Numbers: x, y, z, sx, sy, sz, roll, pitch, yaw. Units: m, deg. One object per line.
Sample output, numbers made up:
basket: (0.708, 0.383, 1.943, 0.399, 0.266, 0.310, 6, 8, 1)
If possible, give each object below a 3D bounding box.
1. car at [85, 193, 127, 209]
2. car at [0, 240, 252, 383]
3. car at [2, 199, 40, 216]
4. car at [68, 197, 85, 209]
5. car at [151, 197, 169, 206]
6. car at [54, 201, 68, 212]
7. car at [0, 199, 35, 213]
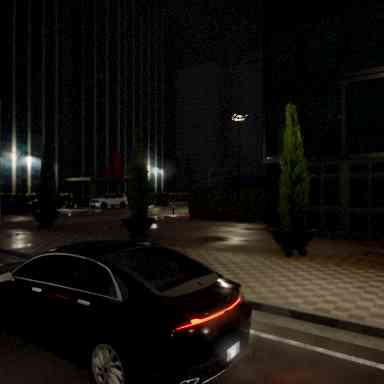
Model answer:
car: (-11.355, 1.221, 45.619, 2.150, 2.045, 5.566, 0, 0, 35)
car: (-1.513, 1.505, 5.085, 4.892, 1.490, 1.837, 0, 0, 36)
car: (-16.963, 1.601, 31.044, 1.895, 1.301, 4.718, 0, 0, 34)
car: (-15.373, 1.505, 45.990, 1.837, 1.490, 4.892, 0, 0, 35)
car: (-5.549, 1.564, 53.853, 1.994, 1.385, 4.181, 0, 0, 35)
car: (-17.077, 1.491, 37.484, 2.128, 1.511, 4.902, 0, 0, 35)
car: (-21.024, 1.547, 37.948, 2.033, 1.411, 5.357, 0, 0, 35)
